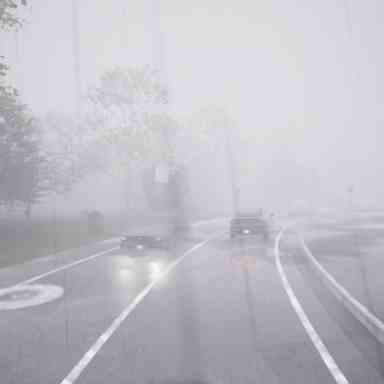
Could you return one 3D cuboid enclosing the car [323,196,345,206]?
[{"bbox_3d":[21.587,1.335,50.548,4.902,1.511,2.128,-3,-1,-44],"label":"car"}]

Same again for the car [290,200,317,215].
[{"bbox_3d":[11.308,1.565,33.765,1.812,1.442,4.674,-4,-2,34],"label":"car"}]

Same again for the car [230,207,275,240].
[{"bbox_3d":[3.217,1.559,17.539,1.837,1.490,4.892,-2,-1,17],"label":"car"}]

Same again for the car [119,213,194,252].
[{"bbox_3d":[-1.283,1.645,14.720,2.033,1.411,5.357,-1,-1,14],"label":"car"}]
